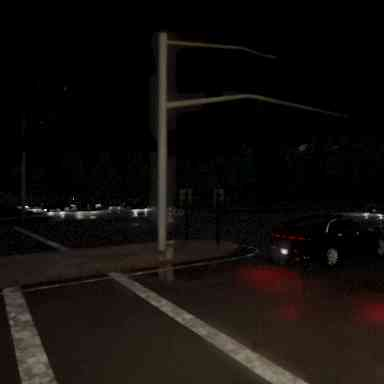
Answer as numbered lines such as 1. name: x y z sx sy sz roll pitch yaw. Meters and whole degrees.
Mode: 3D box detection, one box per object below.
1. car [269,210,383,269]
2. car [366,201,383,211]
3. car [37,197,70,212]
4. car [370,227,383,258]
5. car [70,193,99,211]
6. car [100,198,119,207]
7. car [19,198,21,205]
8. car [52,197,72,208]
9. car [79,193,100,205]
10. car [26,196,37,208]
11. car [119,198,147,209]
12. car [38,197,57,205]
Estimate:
1. car: 4.722 1.524 11.248 4.892 1.490 1.837 0 0 -35
2. car: 21.424 1.677 37.035 4.718 1.301 1.895 0 0 -35
3. car: -16.838 1.559 40.162 2.033 1.411 5.357 0 0 -35
4. car: 6.745 1.524 8.392 4.892 1.490 1.837 0 0 -35
5. car: -14.077 1.240 42.304 2.150 2.045 5.566 0 0 -36
6. car: -13.078 1.633 53.128 1.895 1.301 4.718 0 0 -35
7. car: -28.123 1.500 56.353 2.128 1.511 4.902 0 0 -35
8. car: -19.750 1.522 50.431 1.837 1.490 4.892 0 0 -35
9. car: -19.058 1.252 61.746 2.150 2.045 5.566 0 0 -35
10. car: -22.340 1.611 48.017 1.895 1.301 4.718 0 0 -35
11. car: -7.853 1.559 45.673 1.812 1.442 4.674 0 0 -35
12. car: -25.760 1.563 59.107 2.033 1.411 5.357 0 0 -35
